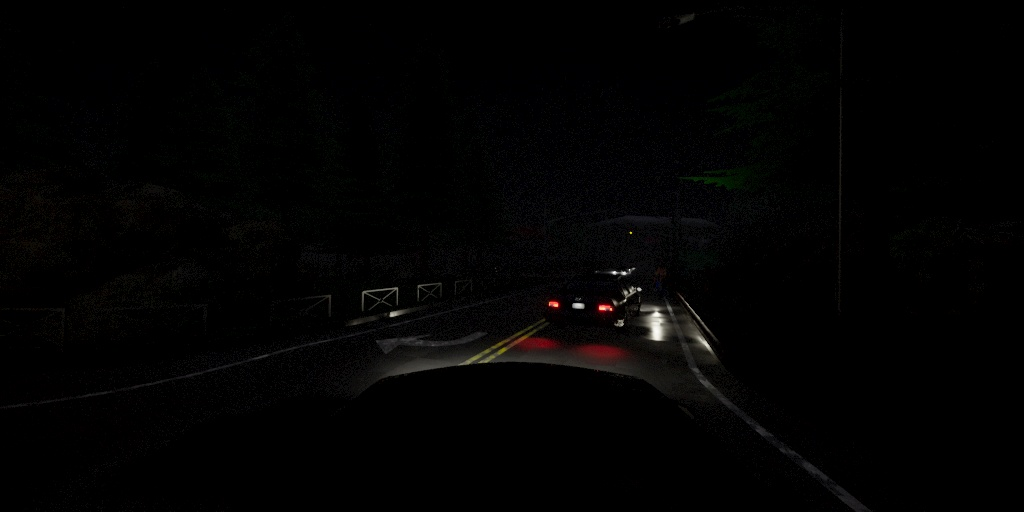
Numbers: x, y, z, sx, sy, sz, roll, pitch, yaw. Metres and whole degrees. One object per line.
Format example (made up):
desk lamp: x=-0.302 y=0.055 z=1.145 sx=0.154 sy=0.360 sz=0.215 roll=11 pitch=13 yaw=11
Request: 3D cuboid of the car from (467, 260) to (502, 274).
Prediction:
car: x=-3.501 y=1.363 z=44.871 sx=4.553 sy=1.767 sz=2.097 roll=0 pitch=-1 yaw=21

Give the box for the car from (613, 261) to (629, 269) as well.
car: x=17.515 y=1.851 z=58.215 sx=1.895 sy=1.301 sz=4.718 roll=1 pitch=0 yaw=21

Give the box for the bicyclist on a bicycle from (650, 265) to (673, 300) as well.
bicyclist on a bicycle: x=6.899 y=1.231 z=16.511 sx=1.656 sy=1.620 sz=0.582 roll=1 pitch=0 yaw=-30

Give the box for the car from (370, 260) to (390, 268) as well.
car: x=-19.670 y=1.306 z=51.364 sx=5.008 sy=1.535 sz=1.882 roll=1 pitch=0 yaw=24

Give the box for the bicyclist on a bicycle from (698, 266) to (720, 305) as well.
bicyclist on a bicycle: x=8.303 y=1.244 z=15.087 sx=1.656 sy=1.620 sz=0.582 roll=1 pitch=0 yaw=-33

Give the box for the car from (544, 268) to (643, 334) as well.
car: x=2.594 y=1.217 z=10.427 sx=2.033 sy=1.411 sz=5.357 roll=1 pitch=0 yaw=26
